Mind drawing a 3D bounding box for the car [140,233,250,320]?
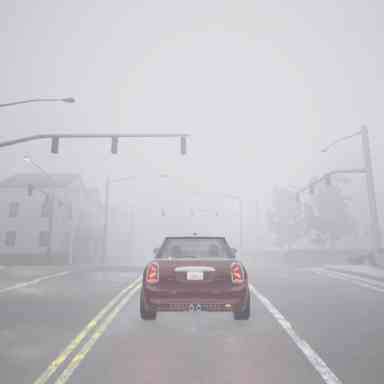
[{"bbox_3d":[0.074,1.789,8.223,2.097,1.767,4.553,0,-6,0],"label":"car"}]

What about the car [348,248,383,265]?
[{"bbox_3d":[16.213,5.688,29.056,4.892,1.490,1.837,0,-12,1],"label":"car"}]
